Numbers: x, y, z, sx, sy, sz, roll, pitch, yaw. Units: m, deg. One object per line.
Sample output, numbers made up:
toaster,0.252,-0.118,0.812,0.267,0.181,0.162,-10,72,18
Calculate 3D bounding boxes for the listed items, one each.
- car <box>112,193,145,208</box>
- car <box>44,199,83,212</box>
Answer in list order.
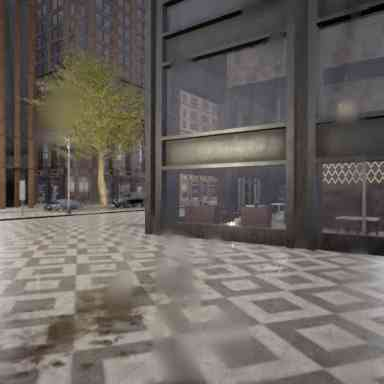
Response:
car,-8.435,1.105,46.290,2.150,2.045,5.566,0,0,35
car,-14.516,1.471,37.795,1.994,1.385,4.181,0,0,35
